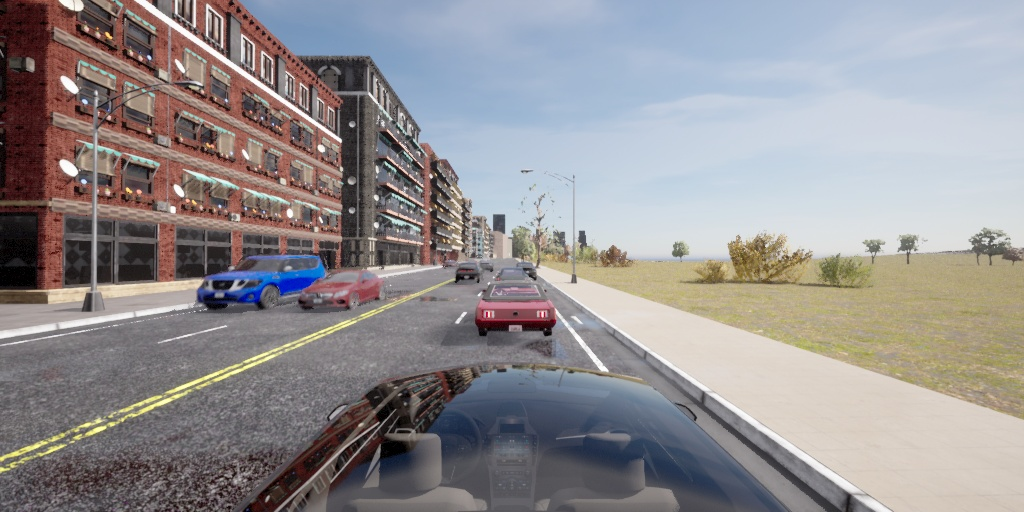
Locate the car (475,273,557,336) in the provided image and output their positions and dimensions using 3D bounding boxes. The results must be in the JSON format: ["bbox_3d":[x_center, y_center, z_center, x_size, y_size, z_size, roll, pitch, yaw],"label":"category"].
[{"bbox_3d":[0.079,1.352,10.335,1.895,1.301,4.718,0,0,0],"label":"car"}]

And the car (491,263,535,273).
[{"bbox_3d":[0.044,1.317,20.365,1.994,1.385,4.181,0,0,0],"label":"car"}]

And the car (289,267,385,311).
[{"bbox_3d":[-6.632,1.277,14.568,1.812,1.442,4.674,0,0,0],"label":"car"}]

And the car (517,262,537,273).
[{"bbox_3d":[1.064,1.258,30.359,1.837,1.490,4.892,0,0,0],"label":"car"}]

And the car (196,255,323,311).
[{"bbox_3d":[-9.882,0.973,14.862,2.150,2.045,5.566,0,0,0],"label":"car"}]

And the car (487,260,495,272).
[{"bbox_3d":[-3.261,1.243,44.941,2.128,1.511,4.902,0,0,0],"label":"car"}]

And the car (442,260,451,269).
[{"bbox_3d":[-9.978,1.315,58.168,1.994,1.385,4.181,0,0,0],"label":"car"}]

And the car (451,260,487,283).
[{"bbox_3d":[-3.216,1.256,27.737,1.837,1.490,4.892,0,-1,0],"label":"car"}]
